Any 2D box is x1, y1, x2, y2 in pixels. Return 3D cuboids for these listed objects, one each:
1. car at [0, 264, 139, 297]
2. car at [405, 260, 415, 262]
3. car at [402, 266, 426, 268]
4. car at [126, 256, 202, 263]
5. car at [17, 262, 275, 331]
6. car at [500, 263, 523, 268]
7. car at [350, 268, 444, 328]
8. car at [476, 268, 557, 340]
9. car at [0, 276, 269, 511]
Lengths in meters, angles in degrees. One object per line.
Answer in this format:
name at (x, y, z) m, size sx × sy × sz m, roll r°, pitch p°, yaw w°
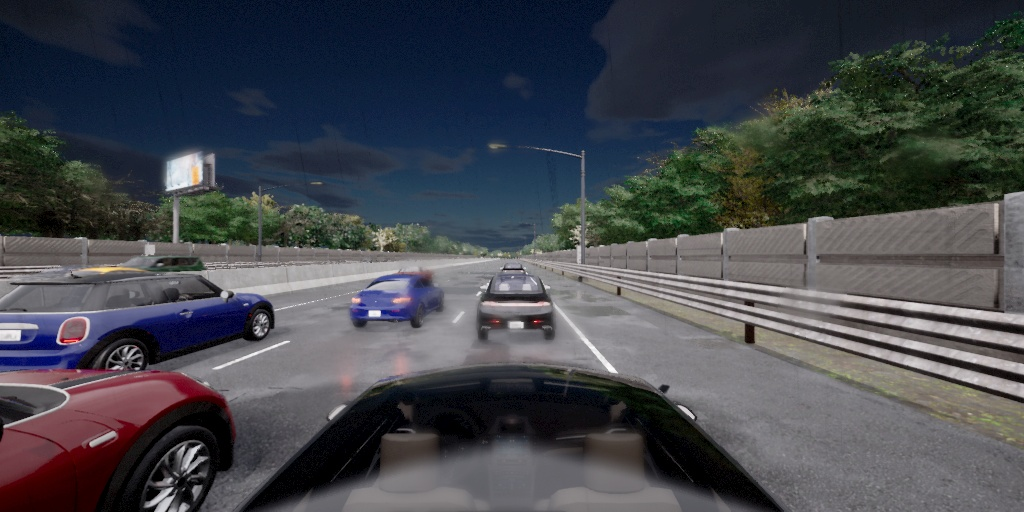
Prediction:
car at (-24.601, 1.260, 20.151) m, size 2.128 × 1.511 × 4.902 m, roll 0°, pitch 0°, yaw 0°
car at (-17.502, 1.416, 61.141) m, size 2.128 × 1.511 × 4.902 m, roll 0°, pitch 0°, yaw 0°
car at (-6.905, 1.378, 25.634) m, size 1.895 × 1.301 × 4.718 m, roll 0°, pitch 0°, yaw 1°
car at (-21.101, 0.992, 21.210) m, size 2.150 × 2.045 × 5.566 m, roll 0°, pitch 0°, yaw 0°
car at (-6.897, 1.105, 7.017) m, size 2.097 × 1.767 × 4.553 m, roll 0°, pitch 0°, yaw -1°
car at (0.094, 1.272, 27.211) m, size 2.128 × 1.511 × 4.902 m, roll 0°, pitch 0°, yaw 0°
car at (-3.405, 1.283, 11.290) m, size 1.812 × 1.442 × 4.674 m, roll 0°, pitch 0°, yaw 1°
car at (0.100, 1.247, 9.972) m, size 2.128 × 1.511 × 4.902 m, roll 0°, pitch 0°, yaw 0°
car at (-3.405, 1.102, 1.172) m, size 2.097 × 1.767 × 4.553 m, roll 0°, pitch 0°, yaw 0°
